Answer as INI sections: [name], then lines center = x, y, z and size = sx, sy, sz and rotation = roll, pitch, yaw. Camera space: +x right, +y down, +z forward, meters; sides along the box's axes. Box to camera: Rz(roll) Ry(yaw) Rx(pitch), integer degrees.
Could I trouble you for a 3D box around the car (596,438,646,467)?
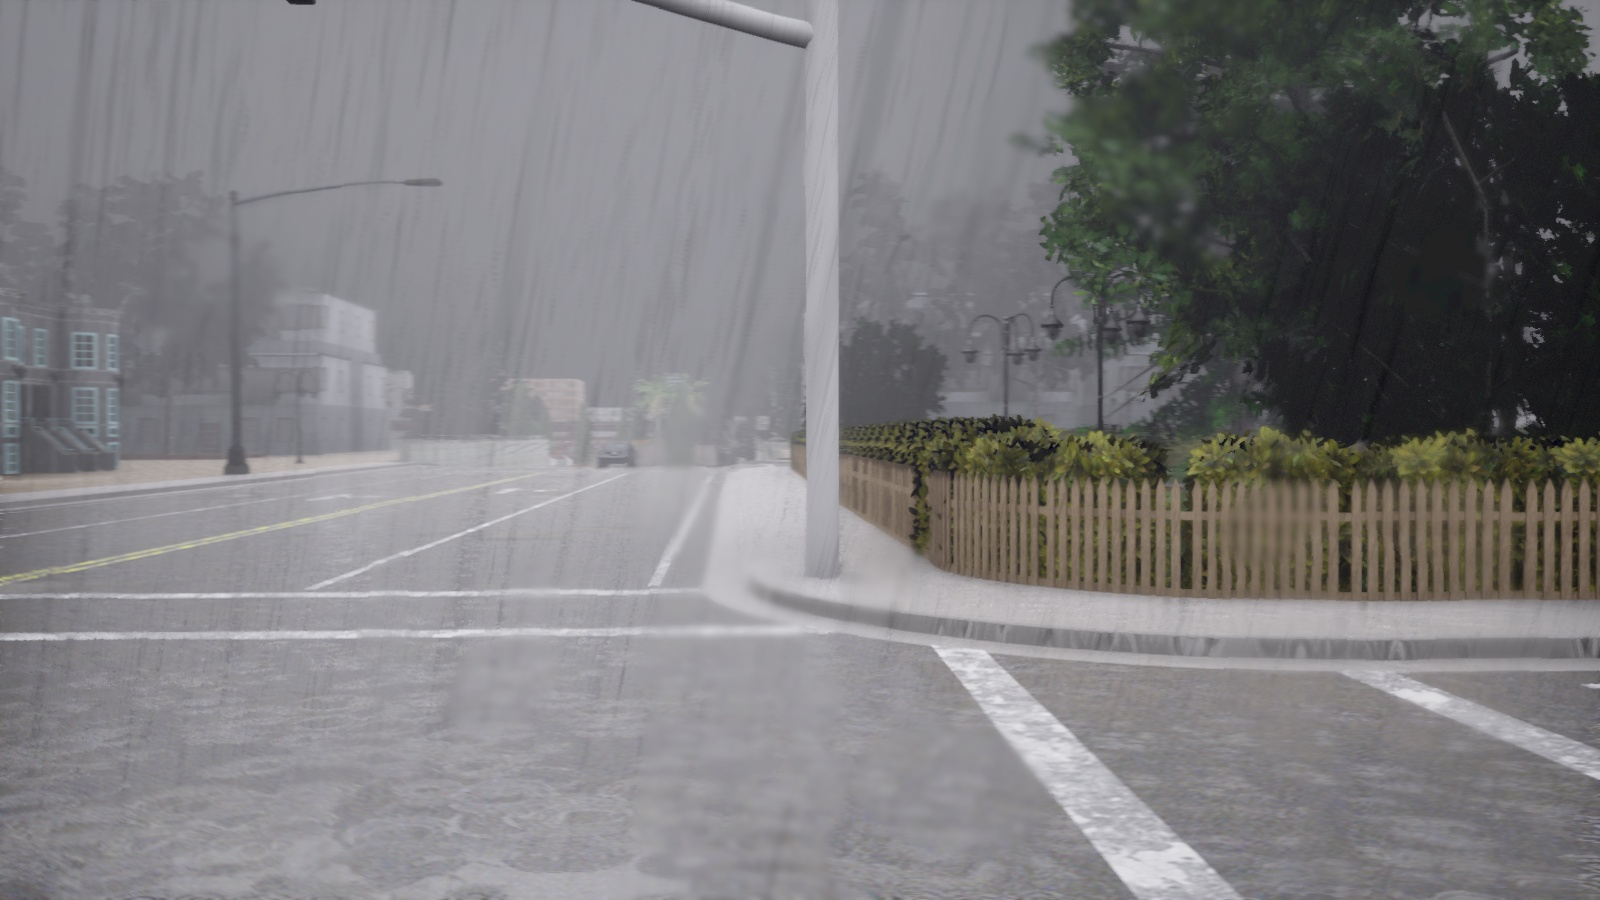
[car]
center = -9.275, 0.148, 65.452
size = 2.033, 1.411, 5.357
rotation = 1, 0, -3
